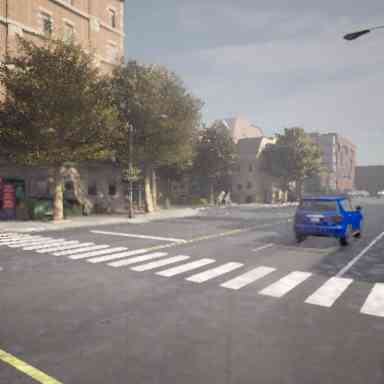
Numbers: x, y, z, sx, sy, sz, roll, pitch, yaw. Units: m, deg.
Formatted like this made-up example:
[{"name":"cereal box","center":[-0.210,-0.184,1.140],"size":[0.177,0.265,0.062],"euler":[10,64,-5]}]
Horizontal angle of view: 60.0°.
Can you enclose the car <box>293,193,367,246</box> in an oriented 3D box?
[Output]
[{"name":"car","center":[6.528,1.224,15.677],"size":[2.150,2.045,5.566],"euler":[0,0,35]}]
